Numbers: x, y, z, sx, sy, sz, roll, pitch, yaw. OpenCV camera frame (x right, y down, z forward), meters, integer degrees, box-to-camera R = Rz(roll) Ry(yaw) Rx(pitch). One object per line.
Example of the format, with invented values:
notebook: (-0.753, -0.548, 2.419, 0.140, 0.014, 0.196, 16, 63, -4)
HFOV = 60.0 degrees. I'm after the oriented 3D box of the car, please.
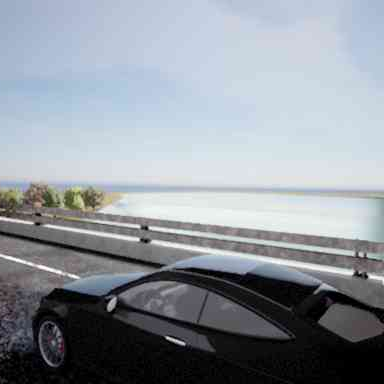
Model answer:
car: (0.123, 1.464, 3.766, 4.674, 1.442, 1.812, 2, 1, 35)
